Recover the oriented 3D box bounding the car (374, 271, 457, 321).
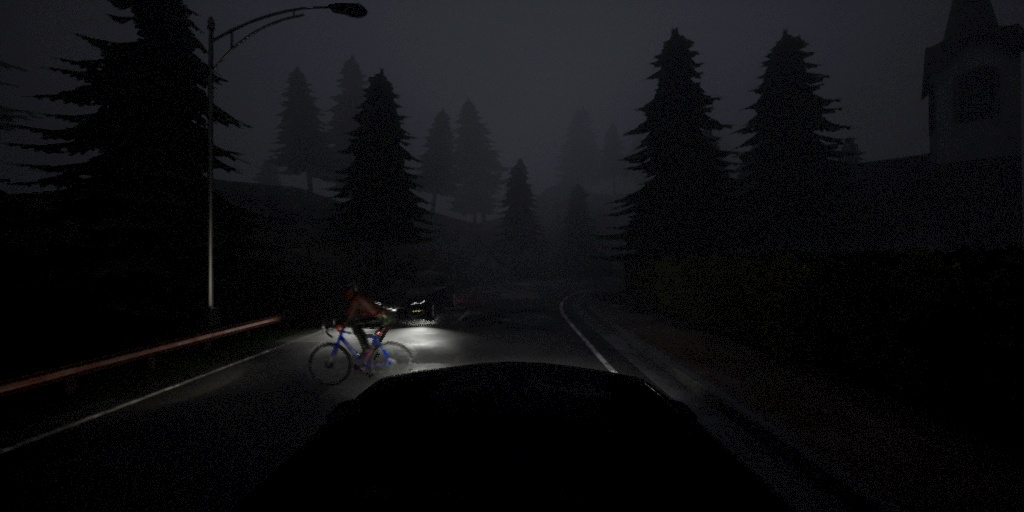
[{"bbox_3d":[-3.310,1.330,13.005,1.837,1.490,4.892,0,0,4],"label":"car"}]

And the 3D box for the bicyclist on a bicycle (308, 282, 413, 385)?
[{"bbox_3d":[-2.378,1.230,5.617,1.656,1.620,0.582,-1,0,0],"label":"bicyclist on a bicycle"}]
